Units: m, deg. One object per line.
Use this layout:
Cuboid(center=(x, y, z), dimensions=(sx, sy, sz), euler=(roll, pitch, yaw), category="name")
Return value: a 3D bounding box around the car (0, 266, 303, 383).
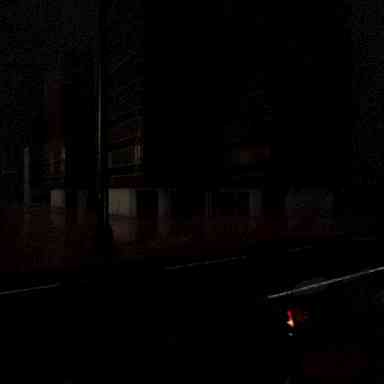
Cuboid(center=(-0.807, 1.564, 3.417), dimensions=(4.181, 1.385, 1.994), euler=(0, 0, -34), category="car")
